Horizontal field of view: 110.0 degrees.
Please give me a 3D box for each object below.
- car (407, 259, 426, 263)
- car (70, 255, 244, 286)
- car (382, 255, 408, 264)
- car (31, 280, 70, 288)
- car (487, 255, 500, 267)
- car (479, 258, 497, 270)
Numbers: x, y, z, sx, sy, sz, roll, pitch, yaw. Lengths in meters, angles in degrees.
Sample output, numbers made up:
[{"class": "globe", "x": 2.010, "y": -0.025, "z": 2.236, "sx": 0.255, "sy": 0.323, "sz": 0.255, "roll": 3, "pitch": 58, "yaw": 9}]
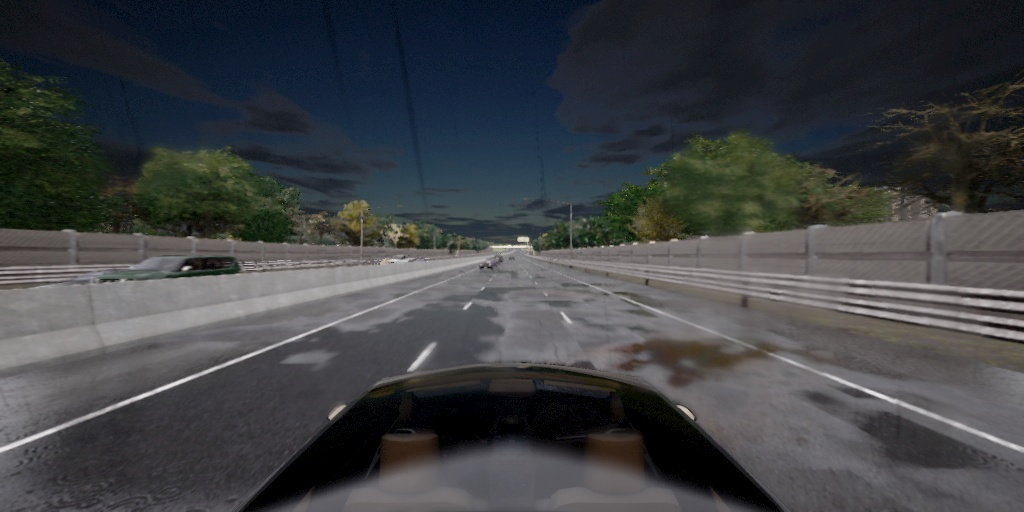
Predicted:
[{"class": "car", "x": -14.036, "y": 1.205, "z": 55.532, "sx": 2.033, "sy": 1.411, "sz": 5.357, "roll": 0, "pitch": 0, "yaw": 1}, {"class": "car", "x": -14.094, "y": 0.961, "z": 15.166, "sx": 2.150, "sy": 2.045, "sz": 5.566, "roll": 0, "pitch": 0, "yaw": 0}, {"class": "car", "x": -17.542, "y": 0.899, "z": 55.385, "sx": 2.150, "sy": 2.045, "sz": 5.566, "roll": 0, "pitch": 0, "yaw": 1}, {"class": "car", "x": -17.590, "y": 1.284, "z": 15.986, "sx": 2.033, "sy": 1.411, "sz": 5.357, "roll": 0, "pitch": 0, "yaw": 0}, {"class": "car", "x": -3.513, "y": 0.979, "z": 60.741, "sx": 2.097, "sy": 1.767, "sz": 4.553, "roll": 0, "pitch": 0, "yaw": 0}, {"class": "car", "x": -3.511, "y": 1.272, "z": 49.802, "sx": 1.895, "sy": 1.301, "sz": 4.718, "roll": 0, "pitch": 0, "yaw": 0}]
